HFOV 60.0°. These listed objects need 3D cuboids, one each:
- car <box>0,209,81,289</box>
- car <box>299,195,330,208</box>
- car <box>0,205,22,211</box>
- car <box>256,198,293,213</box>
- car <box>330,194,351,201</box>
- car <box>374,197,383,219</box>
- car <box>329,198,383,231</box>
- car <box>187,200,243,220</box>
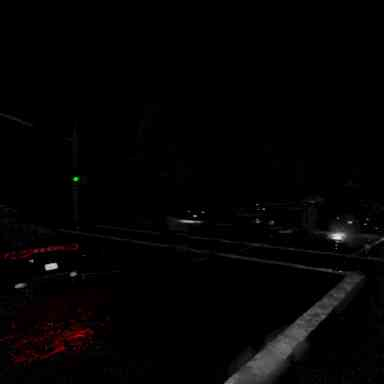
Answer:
[{"bbox_3d":[-4.870,1.429,8.655,5.008,1.535,1.882,0,1,40],"label":"car"},{"bbox_3d":[14.838,1.136,40.810,1.812,1.442,4.674,0,1,41],"label":"car"},{"bbox_3d":[-10.317,1.429,17.894,4.674,1.442,1.812,0,1,40],"label":"car"},{"bbox_3d":[8.302,1.299,33.340,1.895,1.301,4.718,0,1,41],"label":"car"},{"bbox_3d":[21.636,1.067,48.528,2.033,1.411,5.357,0,1,42],"label":"car"},{"bbox_3d":[15.905,1.199,26.086,1.882,1.535,5.008,0,1,41],"label":"car"},{"bbox_3d":[9.770,1.309,19.058,1.837,1.490,4.892,0,1,41],"label":"car"},{"bbox_3d":[1.961,1.331,26.084,2.033,1.411,5.357,0,1,41],"label":"car"}]
